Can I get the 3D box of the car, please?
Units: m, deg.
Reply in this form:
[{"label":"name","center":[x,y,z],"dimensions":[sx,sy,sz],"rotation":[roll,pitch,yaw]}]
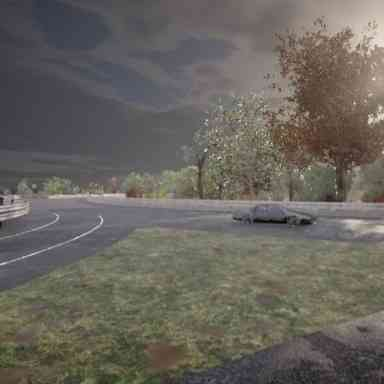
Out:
[{"label":"car","center":[5.370,1.525,22.094],"dimensions":[5.357,1.411,2.033],"rotation":[0,0,32]}]
